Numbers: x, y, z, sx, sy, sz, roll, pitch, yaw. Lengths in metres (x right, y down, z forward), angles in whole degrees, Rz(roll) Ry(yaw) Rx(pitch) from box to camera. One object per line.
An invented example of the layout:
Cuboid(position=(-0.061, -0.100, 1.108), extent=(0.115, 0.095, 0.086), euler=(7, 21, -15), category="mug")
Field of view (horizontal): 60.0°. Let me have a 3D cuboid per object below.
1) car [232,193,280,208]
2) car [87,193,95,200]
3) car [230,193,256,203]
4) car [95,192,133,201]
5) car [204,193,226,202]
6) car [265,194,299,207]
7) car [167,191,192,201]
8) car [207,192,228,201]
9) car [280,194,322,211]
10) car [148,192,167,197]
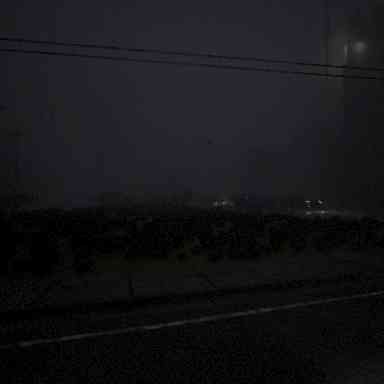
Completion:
Cuboid(position=(7.074, 1.136, 37.493), extent=(4.611, 1.667, 2.242), euler=(0, 1, -22), category="car")
Cuboid(position=(-18.904, 0.770, 66.431), extent=(3.905, 1.438, 1.784), euler=(0, 1, -22), category="car")
Cuboid(position=(8.363, 0.978, 55.073), extent=(2.128, 1.511, 4.902), euler=(0, 1, -22), category="car")
Cuboid(position=(-10.423, 0.806, 45.611), extent=(4.605, 1.855, 1.932), euler=(0, 1, -22), category="car")
Cuboid(position=(3.842, 1.050, 56.706), extent=(1.895, 1.301, 4.718), euler=(0, 1, -22), category="car")
Cuboid(position=(12.249, 1.077, 45.543), extent=(1.882, 1.535, 5.008), euler=(0, 1, -22), category="car")
Cuboid(position=(-1.877, 0.704, 59.980), extent=(3.866, 1.878, 1.905), euler=(0, 1, -22), category="car")
Cuboid(position=(4.773, 0.875, 63.745), extent=(2.128, 1.511, 4.902), euler=(0, 1, -22), category="car")
Cuboid(position=(11.995, 1.041, 36.313), extent=(2.097, 1.767, 4.553), euler=(0, 1, -22), category="car")
Cuboid(position=(-7.392, 0.749, 72.297), extent=(4.193, 1.474, 1.816), euler=(0, 1, -22), category="car")
